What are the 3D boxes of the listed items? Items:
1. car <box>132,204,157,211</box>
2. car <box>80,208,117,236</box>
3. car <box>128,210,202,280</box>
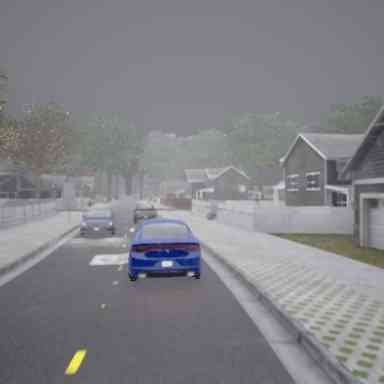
[{"bbox_3d":[-3.864,1.701,27.231,2.128,1.511,4.902,0,0,-10],"label":"car"},{"bbox_3d":[-5.409,1.683,19.653,1.812,1.442,4.674,0,0,-11],"label":"car"},{"bbox_3d":[-0.913,1.558,10.303,1.882,1.535,5.008,0,0,-8],"label":"car"}]
